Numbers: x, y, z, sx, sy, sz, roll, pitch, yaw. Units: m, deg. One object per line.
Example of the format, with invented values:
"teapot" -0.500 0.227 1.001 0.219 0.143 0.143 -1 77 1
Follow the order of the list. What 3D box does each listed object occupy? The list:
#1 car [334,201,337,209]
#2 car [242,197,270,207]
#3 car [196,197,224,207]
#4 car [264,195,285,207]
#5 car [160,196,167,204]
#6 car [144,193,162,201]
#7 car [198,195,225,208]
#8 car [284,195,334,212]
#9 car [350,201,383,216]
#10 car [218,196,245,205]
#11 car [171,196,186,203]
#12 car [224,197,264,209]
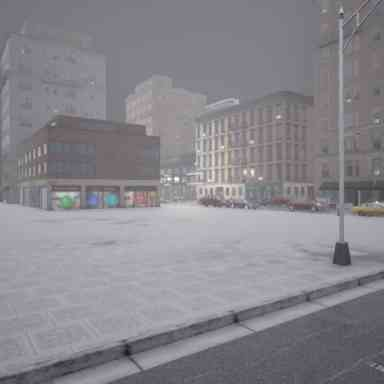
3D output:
"car" 16.579 1.421 43.438 1.967 1.590 4.097 0 0 -35
"car" 10.086 1.545 52.716 1.947 1.339 4.313 0 0 -35
"car" 2.852 1.511 53.551 1.837 1.490 4.892 0 0 -35
"car" 13.332 1.295 48.077 2.192 1.841 5.009 0 0 -35
"car" -6.228 1.597 62.032 1.802 1.307 4.206 0 0 -35
"car" -9.392 1.291 80.548 2.192 1.841 5.009 0 0 -35
"car" 3.510 1.332 48.115 2.192 1.841 5.009 0 0 -35
"car" 13.431 1.359 38.365 2.097 1.767 4.553 0 0 -35
"car" 16.594 1.546 29.420 1.752 1.417 4.829 0 0 -35
"car" 6.742 1.504 57.494 1.752 1.417 4.829 0 0 -35
"car" -2.899 1.527 71.271 2.008 1.369 4.403 0 0 -35
"car" 6.757 1.569 43.476 2.008 1.369 4.403 0 0 -35
